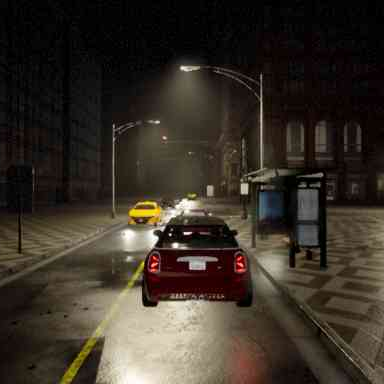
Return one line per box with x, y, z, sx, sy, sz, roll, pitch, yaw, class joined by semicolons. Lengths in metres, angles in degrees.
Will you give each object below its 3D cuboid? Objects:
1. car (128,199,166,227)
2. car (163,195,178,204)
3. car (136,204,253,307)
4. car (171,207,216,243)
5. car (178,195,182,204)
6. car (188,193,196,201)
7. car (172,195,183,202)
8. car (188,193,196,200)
-3.113;1.460;22.798;1.882;1.535;5.008;0;0;0;car
-3.120;1.440;43.301;1.837;1.490;4.892;0;0;0;car
0.096;1.350;8.126;2.097;1.767;4.553;0;0;0;car
0.087;1.554;16.769;1.994;1.385;4.181;0;0;1;car
-3.111;1.494;58.202;1.895;1.301;4.718;0;0;0;car
-0.039;1.425;74.360;1.895;1.301;4.718;0;0;0;car
-3.035;1.393;69.972;2.033;1.411;5.357;0;0;0;car
-0.043;1.108;84.335;1.882;1.535;5.008;0;0;0;car
